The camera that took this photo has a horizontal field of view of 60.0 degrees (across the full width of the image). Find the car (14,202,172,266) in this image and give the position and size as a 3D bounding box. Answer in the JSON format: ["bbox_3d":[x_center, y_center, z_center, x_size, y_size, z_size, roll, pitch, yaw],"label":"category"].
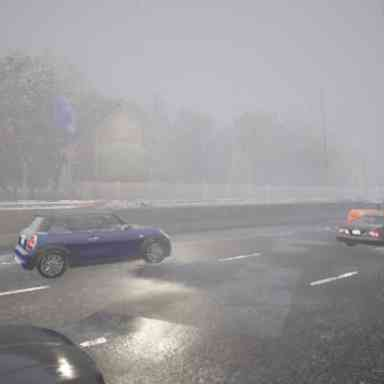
[{"bbox_3d":[-2.868,1.353,10.300,4.553,1.767,2.097,0,0,-36],"label":"car"}]

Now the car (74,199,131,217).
[{"bbox_3d":[-8.623,1.482,32.233,5.008,1.535,1.882,0,0,-35],"label":"car"}]

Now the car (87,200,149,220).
[{"bbox_3d":[-6.475,1.496,29.467,4.902,1.511,2.128,0,0,-35],"label":"car"}]

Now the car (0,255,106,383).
[{"bbox_3d":[-2.877,1.505,1.695,4.892,1.490,1.837,0,0,-36],"label":"car"}]

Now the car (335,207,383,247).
[{"bbox_3d":[8.178,1.554,13.880,5.357,1.411,2.033,0,0,-36],"label":"car"}]

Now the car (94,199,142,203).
[{"bbox_3d":[-4.793,1.496,26.368,4.902,1.511,2.128,0,0,-35],"label":"car"}]

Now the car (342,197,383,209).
[{"bbox_3d":[11.775,1.367,20.746,4.553,1.767,2.097,0,0,-36],"label":"car"}]

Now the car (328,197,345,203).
[{"bbox_3d":[19.717,1.557,43.813,4.892,1.490,1.837,-1,0,-35],"label":"car"}]

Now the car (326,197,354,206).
[{"bbox_3d":[24.997,1.581,56.134,4.902,1.511,2.128,0,0,-35],"label":"car"}]

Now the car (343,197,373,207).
[{"bbox_3d":[26.483,1.578,52.914,4.902,1.511,2.128,0,0,-35],"label":"car"}]

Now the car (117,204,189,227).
[{"bbox_3d":[-2.712,1.605,23.554,4.718,1.301,1.895,0,0,-35],"label":"car"}]
